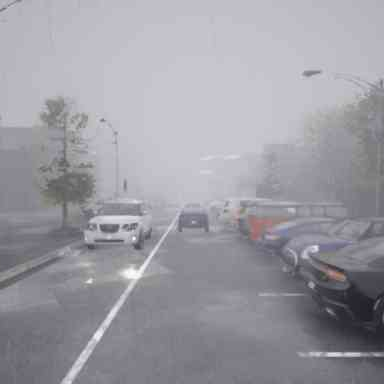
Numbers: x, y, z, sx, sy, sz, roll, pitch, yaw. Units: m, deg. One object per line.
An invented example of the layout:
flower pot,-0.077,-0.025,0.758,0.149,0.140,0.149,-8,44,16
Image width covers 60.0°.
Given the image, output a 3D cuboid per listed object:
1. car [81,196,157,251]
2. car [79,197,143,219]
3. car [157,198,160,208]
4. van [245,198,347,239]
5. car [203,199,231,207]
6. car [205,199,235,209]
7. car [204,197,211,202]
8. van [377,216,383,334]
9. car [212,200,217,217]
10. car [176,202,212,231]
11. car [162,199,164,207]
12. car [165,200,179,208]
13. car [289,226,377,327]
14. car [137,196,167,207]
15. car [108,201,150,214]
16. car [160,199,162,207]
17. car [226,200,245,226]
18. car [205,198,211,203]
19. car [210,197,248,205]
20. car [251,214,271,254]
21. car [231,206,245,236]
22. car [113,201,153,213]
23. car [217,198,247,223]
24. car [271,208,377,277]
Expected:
car,-3.106,1.360,15.188,2.150,2.045,5.566,0,-1,0
car,-7.722,1.520,32.130,5.566,2.045,2.435,0,-1,0
car,-7.708,1.931,49.631,4.892,1.521,2.231,0,-1,0
van,4.760,1.384,14.324,4.442,1.987,1.878,0,-1,0
car,4.617,2.006,61.825,4.892,1.521,2.231,0,1,0
car,4.632,1.988,56.222,4.892,1.521,2.231,0,0,0
car,4.622,1.939,50.762,4.892,1.521,2.231,0,-1,0
van,4.532,1.283,3.150,4.442,1.987,1.878,0,-1,0
car,4.606,1.790,31.084,4.792,1.488,2.163,0,-1,0
car,0.090,1.679,22.164,1.882,1.535,5.008,0,-1,0
car,-7.675,1.880,58.576,4.553,1.767,2.185,0,0,0
car,-3.083,2.041,57.045,1.812,1.442,4.674,0,0,0
car,4.642,1.535,6.066,5.008,1.535,2.097,0,-1,0
car,-7.680,1.736,64.349,5.566,2.045,2.435,0,0,0
car,-7.695,1.891,40.941,4.674,1.452,2.002,0,-1,0
car,-7.888,1.954,52.694,5.366,1.575,1.946,0,-1,0
car,4.610,1.535,19.910,4.553,1.767,2.185,0,-1,0
car,4.624,1.887,45.051,5.008,1.535,2.097,0,-1,0
car,4.665,1.687,36.796,4.553,1.767,2.185,0,-1,0
car,4.642,1.625,11.528,4.674,1.452,2.002,0,-1,0
car,4.671,1.665,17.117,4.792,1.488,2.163,0,-1,0
car,-7.728,1.907,43.880,4.792,1.488,2.163,0,-1,0
car,4.669,1.610,28.290,4.553,1.767,2.185,0,-1,0
car,4.677,1.434,8.737,4.553,1.767,2.185,0,-1,0
